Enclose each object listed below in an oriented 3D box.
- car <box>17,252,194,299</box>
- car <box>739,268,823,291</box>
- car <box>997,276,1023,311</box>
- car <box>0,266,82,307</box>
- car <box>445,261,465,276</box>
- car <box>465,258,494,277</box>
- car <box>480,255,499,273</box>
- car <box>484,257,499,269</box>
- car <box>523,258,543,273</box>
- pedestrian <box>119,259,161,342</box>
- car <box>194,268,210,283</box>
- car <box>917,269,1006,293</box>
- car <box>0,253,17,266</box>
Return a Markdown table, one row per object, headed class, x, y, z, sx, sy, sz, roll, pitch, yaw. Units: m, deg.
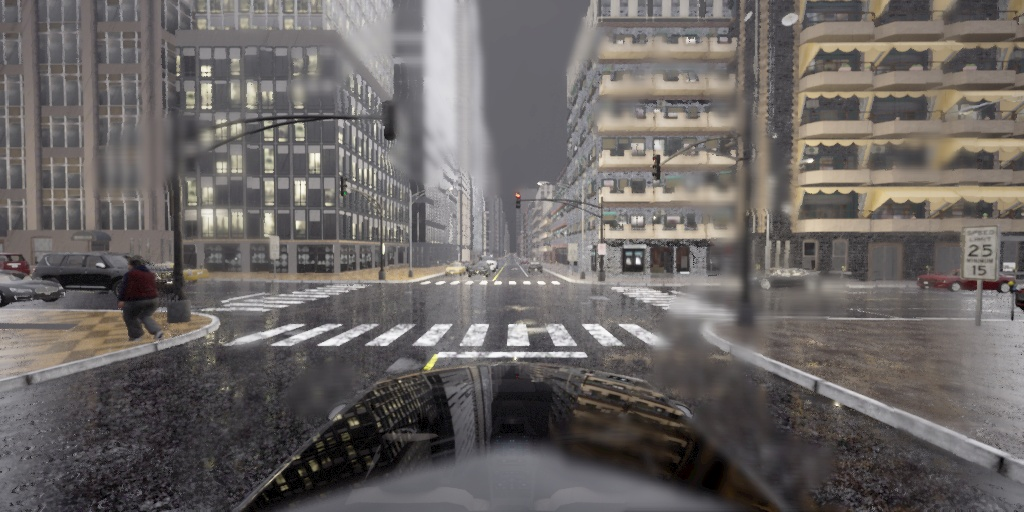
| class | x | y | z | sx | sy | sz | roll | pitch | yaw |
| --- | --- | --- | --- | --- | --- | --- | --- | --- | --- |
| car | -18.482 | 0.845 | 16.530 | 5.566 | 2.045 | 2.150 | 1 | 1 | 1 |
| car | 16.309 | 1.371 | 21.847 | 4.403 | 1.370 | 2.007 | 0 | 0 | 1 |
| car | 21.716 | 1.573 | 13.391 | 4.313 | 1.339 | 1.948 | 0 | 0 | 1 |
| car | -20.286 | 1.202 | 14.011 | 4.403 | 1.370 | 2.007 | 0 | 0 | 1 |
| car | -5.691 | 1.258 | 36.493 | 1.751 | 1.417 | 4.829 | 0 | 0 | 0 |
| car | -3.095 | 1.239 | 34.698 | 1.837 | 1.490 | 4.892 | 0 | 0 | 0 |
| car | -3.096 | 0.951 | 44.398 | 2.150 | 2.045 | 5.566 | 0 | 0 | 0 |
| car | -3.087 | 1.077 | 54.541 | 2.097 | 1.767 | 4.553 | 0 | 0 | 0 |
| car | 2.690 | 1.281 | 42.317 | 2.007 | 1.370 | 4.403 | 0 | 0 | 0 |
| pedestrian | -7.926 | 0.890 | 7.629 | 0.375 | 1.860 | 0.375 | -1 | 1 | 0 |
| car | -21.666 | 1.025 | 22.344 | 4.829 | 1.417 | 1.751 | 0 | 0 | 1 |
| car | 27.375 | 1.457 | 21.692 | 4.507 | 1.381 | 1.888 | 0 | 0 | 1 |
| car | -33.613 | 0.708 | 22.549 | 5.009 | 1.841 | 2.192 | 0 | 0 | 1 |
